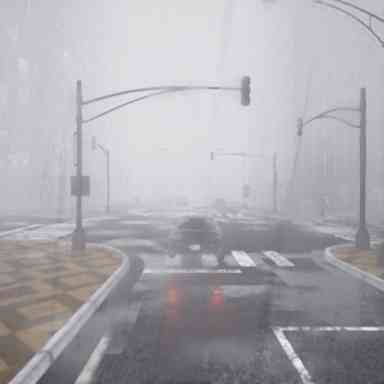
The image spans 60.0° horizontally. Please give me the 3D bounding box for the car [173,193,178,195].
[{"bbox_3d":[-4.152,1.490,70.656,1.947,1.339,4.313,0,0,0],"label":"car"}]

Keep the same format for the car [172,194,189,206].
[{"bbox_3d":[-1.565,1.504,52.523,2.033,1.411,5.357,0,0,0],"label":"car"}]

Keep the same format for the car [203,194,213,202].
[{"bbox_3d":[3.699,1.353,76.224,1.967,1.590,4.097,0,0,0],"label":"car"}]

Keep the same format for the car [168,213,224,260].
[{"bbox_3d":[0.187,1.521,12.373,1.812,1.442,4.674,0,0,2],"label":"car"}]

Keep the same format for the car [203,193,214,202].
[{"bbox_3d":[3.728,1.240,70.696,2.192,1.841,5.009,0,0,0],"label":"car"}]

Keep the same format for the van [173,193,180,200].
[{"bbox_3d":[-4.266,1.218,92.766,1.690,1.788,3.998,0,0,0],"label":"van"}]

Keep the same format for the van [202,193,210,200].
[{"bbox_3d":[3.642,1.231,87.279,1.690,1.788,3.998,0,0,0],"label":"van"}]

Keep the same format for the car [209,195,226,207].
[{"bbox_3d":[3.890,1.529,48.587,1.947,1.339,4.313,0,0,0],"label":"car"}]

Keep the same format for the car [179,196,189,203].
[{"bbox_3d":[-1.576,1.471,68.209,2.033,1.411,5.357,0,0,0],"label":"car"}]

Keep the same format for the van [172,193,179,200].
[{"bbox_3d":[-4.238,1.230,87.238,1.690,1.788,3.998,0,0,0],"label":"van"}]

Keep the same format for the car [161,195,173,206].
[{"bbox_3d":[-4.068,1.536,54.073,1.802,1.307,4.206,0,0,0],"label":"car"}]
